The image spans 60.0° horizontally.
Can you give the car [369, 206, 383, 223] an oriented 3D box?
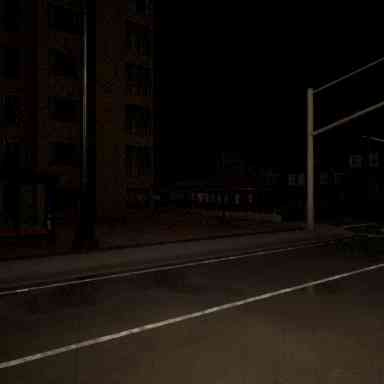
[{"bbox_3d":[14.738,1.534,23.360,1.994,1.385,4.181,0,-1,-28],"label":"car"}]
